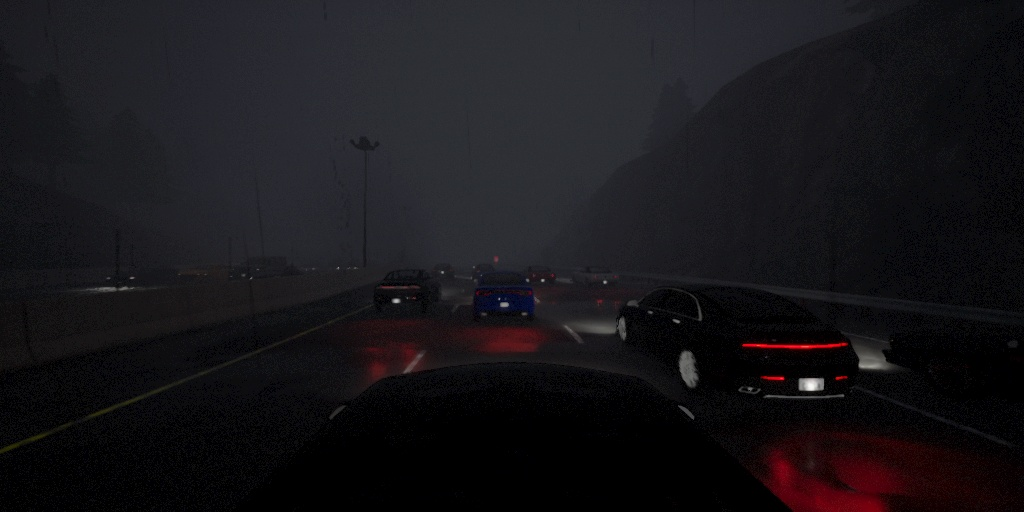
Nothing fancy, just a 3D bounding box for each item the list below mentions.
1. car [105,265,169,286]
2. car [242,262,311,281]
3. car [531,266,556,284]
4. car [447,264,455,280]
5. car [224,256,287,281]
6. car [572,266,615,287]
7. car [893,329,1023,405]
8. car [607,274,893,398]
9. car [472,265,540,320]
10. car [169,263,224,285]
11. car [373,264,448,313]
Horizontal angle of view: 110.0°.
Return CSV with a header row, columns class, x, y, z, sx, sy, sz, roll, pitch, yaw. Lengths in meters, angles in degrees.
class,x,y,z,sx,sy,sz,roll,pitch,yaw
car,-26.674,1.381,26.545,2.033,1.411,5.357,0,0,-9
car,-15.770,1.332,24.335,1.812,1.442,4.674,0,0,-8
car,1.797,1.370,26.494,1.895,1.301,4.718,0,0,-8
car,-6.175,1.357,32.186,1.994,1.385,4.181,0,0,-9
car,-19.955,1.042,28.748,2.150,2.045,5.566,0,0,-10
car,5.570,1.360,24.660,1.895,1.301,4.718,0,0,-7
car,7.032,1.283,3.371,2.033,1.411,5.357,0,0,-1
car,3.427,1.252,6.602,1.837,1.490,4.892,0,0,-1
car,-0.351,1.239,12.681,1.882,1.535,5.008,0,0,-3
car,-23.362,1.305,27.794,1.882,1.535,5.008,0,0,-10
car,-3.966,1.262,14.178,2.128,1.511,4.902,0,0,-4
